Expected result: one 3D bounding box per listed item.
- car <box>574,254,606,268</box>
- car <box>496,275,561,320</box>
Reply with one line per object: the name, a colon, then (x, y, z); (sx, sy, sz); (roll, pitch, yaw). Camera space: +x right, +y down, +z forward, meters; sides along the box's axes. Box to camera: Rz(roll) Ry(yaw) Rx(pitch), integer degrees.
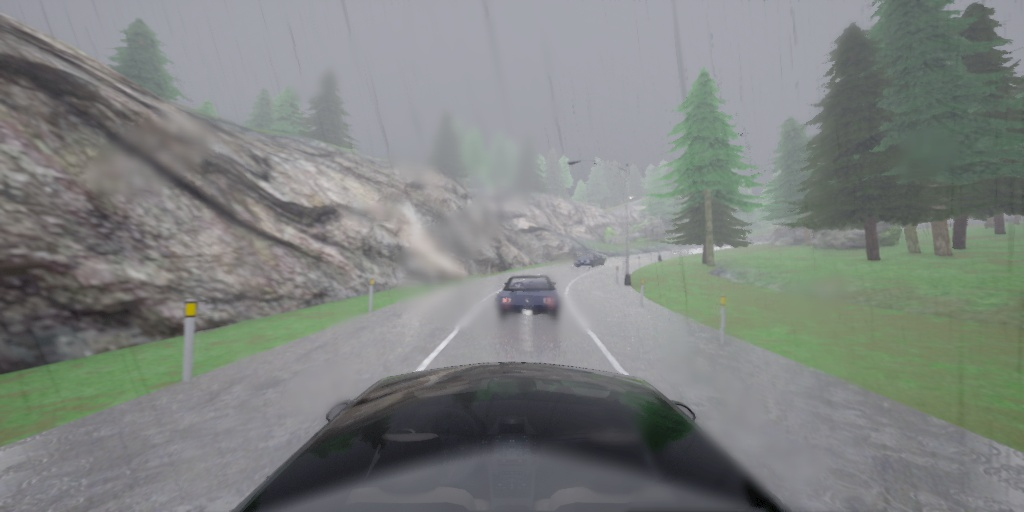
car: (8.203, 0.443, 37.383); (2.033, 1.411, 5.357); (-1, 3, 31)
car: (0.636, 1.305, 12.491); (1.895, 1.301, 4.718); (0, 1, 4)
